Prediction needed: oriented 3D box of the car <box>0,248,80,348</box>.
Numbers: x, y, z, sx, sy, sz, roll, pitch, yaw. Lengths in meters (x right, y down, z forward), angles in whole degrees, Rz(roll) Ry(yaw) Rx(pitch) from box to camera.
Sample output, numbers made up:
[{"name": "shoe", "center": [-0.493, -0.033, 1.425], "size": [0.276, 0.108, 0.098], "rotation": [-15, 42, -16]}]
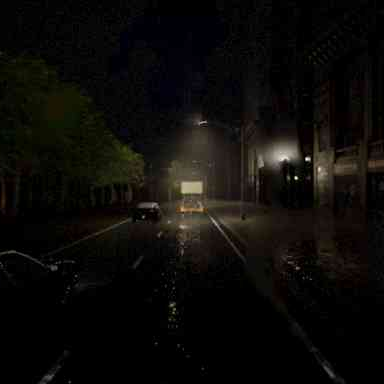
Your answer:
[{"name": "car", "center": [-3.400, 1.560, 4.912], "size": [2.033, 1.411, 5.357], "rotation": [0, 0, 0]}]

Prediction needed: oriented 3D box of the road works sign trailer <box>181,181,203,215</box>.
[{"name": "road works sign trailer", "center": [-0.010, 0.564, 35.906], "size": [2.380, 3.560, 2.880], "rotation": [0, 0, 0]}]

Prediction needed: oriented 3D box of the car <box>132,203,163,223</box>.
[{"name": "car", "center": [-3.406, 1.559, 25.888], "size": [2.128, 1.511, 4.902], "rotation": [0, 0, 0]}]
